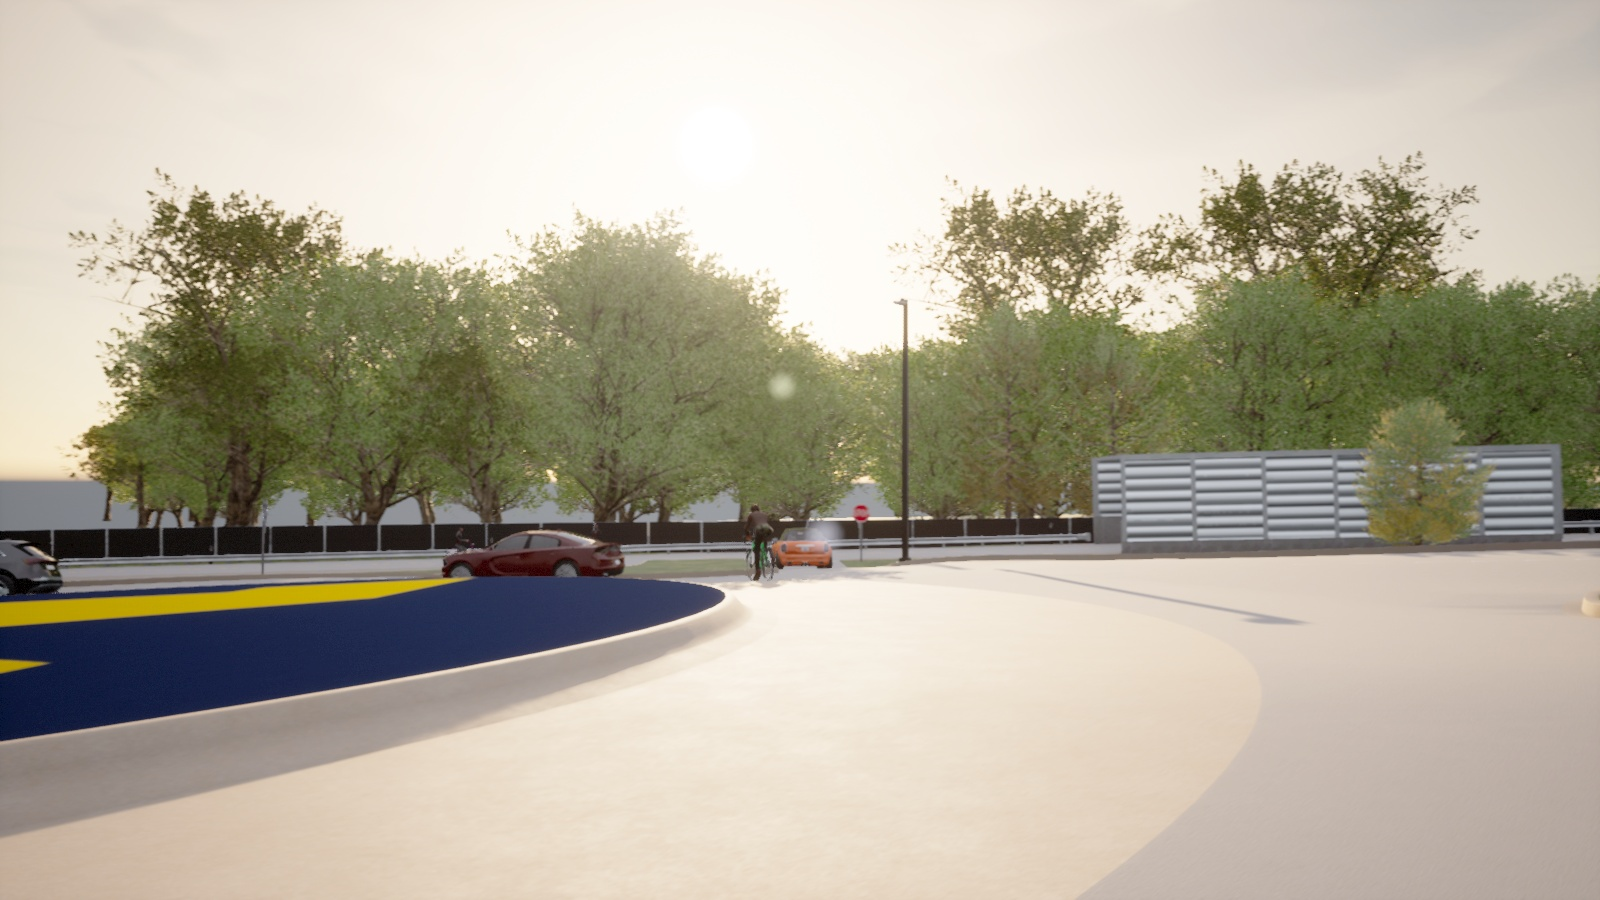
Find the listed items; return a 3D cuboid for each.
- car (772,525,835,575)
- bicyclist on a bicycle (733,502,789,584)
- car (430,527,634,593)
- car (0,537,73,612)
[{"bbox_3d":[0.087,3.812,48.507,2.097,1.767,4.553,0,-3,-4],"label":"car"},{"bbox_3d":[-0.822,1.955,26.109,0.582,1.620,1.656,0,-6,-21],"label":"bicyclist on a bicycle"},{"bbox_3d":[-7.170,2.945,33.658,5.008,1.535,1.882,-3,-2,15],"label":"car"},{"bbox_3d":[-20.135,3.056,29.530,4.856,1.649,2.033,-2,-6,-13],"label":"car"}]
